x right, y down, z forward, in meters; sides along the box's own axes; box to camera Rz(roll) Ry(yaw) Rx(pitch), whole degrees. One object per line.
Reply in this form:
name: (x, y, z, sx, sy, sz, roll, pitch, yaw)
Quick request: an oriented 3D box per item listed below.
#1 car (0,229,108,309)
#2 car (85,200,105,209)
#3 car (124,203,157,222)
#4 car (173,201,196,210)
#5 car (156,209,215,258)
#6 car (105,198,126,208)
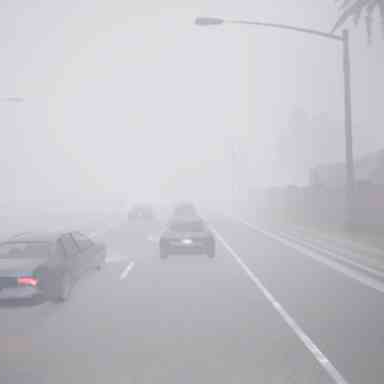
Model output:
car: (-3.602, 1.668, 8.411, 2.033, 1.411, 5.357, -1, 0, -1)
car: (-15.098, 1.912, 52.172, 1.895, 1.301, 4.718, -1, 0, 3)
car: (-4.117, 1.677, 28.072, 1.994, 1.385, 4.181, -1, 0, -1)
car: (-0.645, 1.510, 29.221, 1.882, 1.535, 5.008, -1, 0, -1)
car: (-0.198, 1.614, 13.068, 1.994, 1.385, 4.181, -1, 0, -1)
car: (-11.558, 1.731, 51.841, 1.837, 1.490, 4.892, -2, 0, 3)
